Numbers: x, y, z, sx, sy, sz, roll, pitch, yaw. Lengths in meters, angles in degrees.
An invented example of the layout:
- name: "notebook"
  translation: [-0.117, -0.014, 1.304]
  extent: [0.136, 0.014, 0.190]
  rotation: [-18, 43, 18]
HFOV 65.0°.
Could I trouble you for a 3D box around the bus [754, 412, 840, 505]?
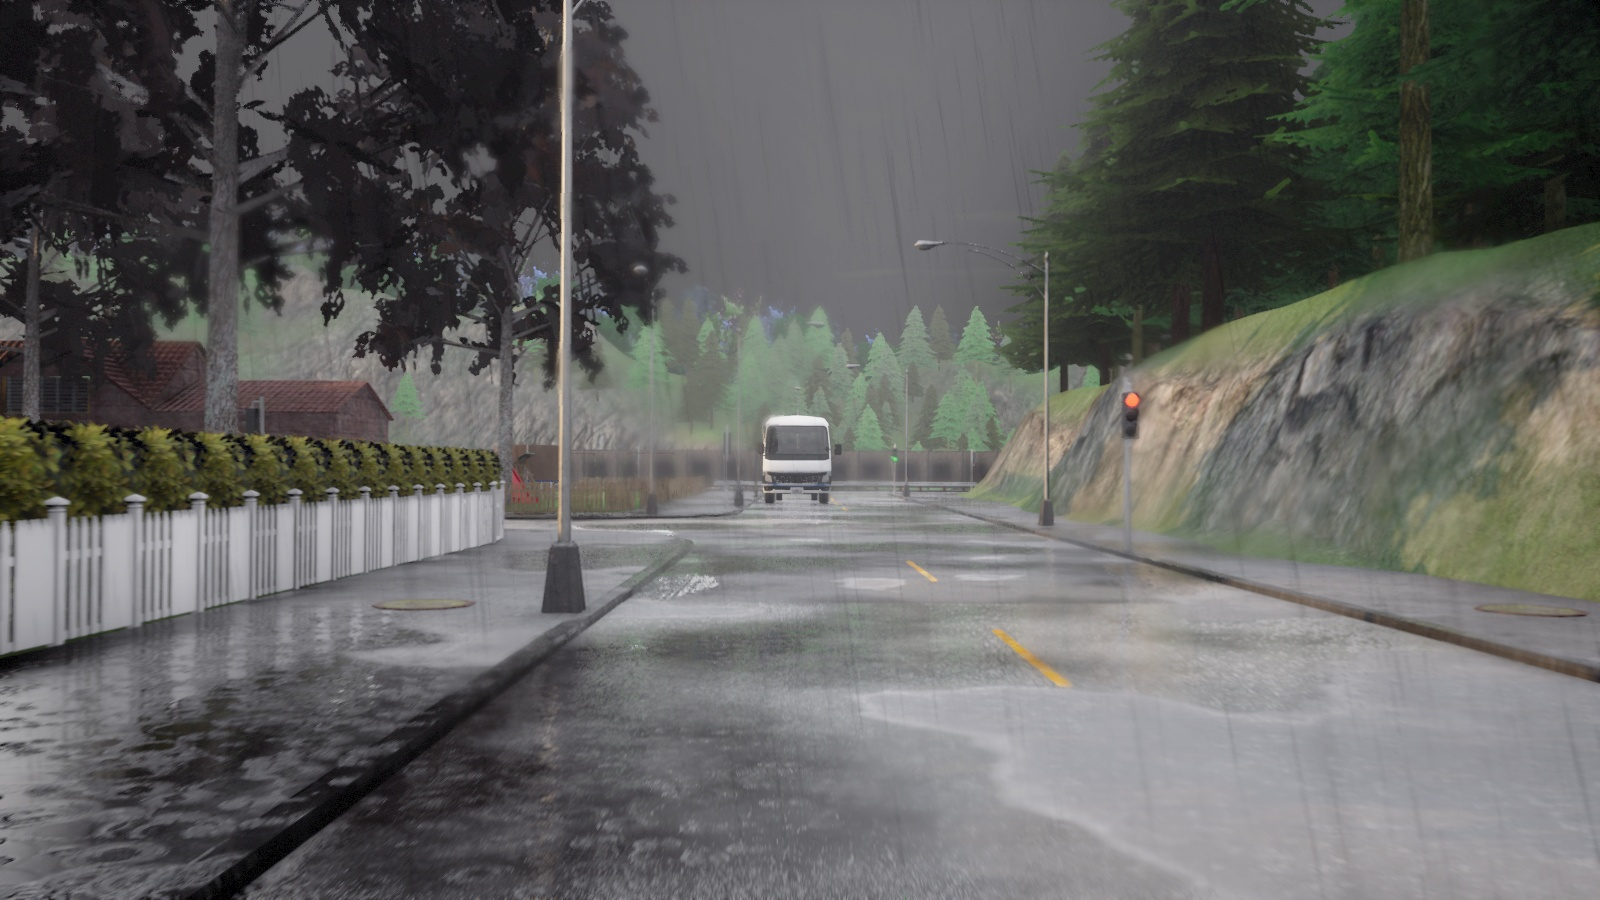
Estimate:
- name: "bus"
  translation: [-0.148, 0.492, 62.918]
  extent: [3.944, 4.253, 10.273]
  rotation: [0, -1, 0]
